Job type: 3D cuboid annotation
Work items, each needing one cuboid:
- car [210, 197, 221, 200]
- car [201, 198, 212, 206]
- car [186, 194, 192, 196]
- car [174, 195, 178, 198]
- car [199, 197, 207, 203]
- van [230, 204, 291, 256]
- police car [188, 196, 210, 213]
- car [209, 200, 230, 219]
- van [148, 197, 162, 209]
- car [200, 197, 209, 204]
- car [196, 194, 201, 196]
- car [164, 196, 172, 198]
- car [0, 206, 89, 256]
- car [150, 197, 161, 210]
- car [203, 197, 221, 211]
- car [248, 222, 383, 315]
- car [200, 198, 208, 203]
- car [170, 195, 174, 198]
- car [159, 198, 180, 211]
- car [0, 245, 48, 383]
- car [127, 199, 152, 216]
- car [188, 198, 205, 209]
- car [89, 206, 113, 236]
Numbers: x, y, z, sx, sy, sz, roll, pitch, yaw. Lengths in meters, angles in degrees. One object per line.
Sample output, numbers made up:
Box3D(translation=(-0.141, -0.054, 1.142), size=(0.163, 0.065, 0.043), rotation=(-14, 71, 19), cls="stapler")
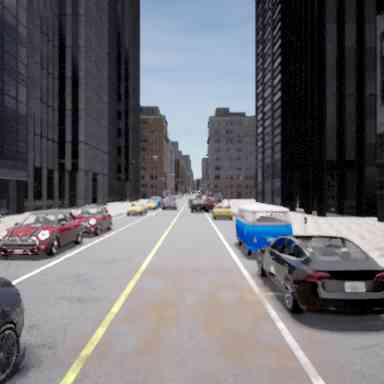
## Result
Box3D(translation=(2.727, 1.553, 41.363), size=(2.192, 1.841, 5.009), rotation=(0, 0, 0), cls="car")
Box3D(translation=(2.761, 1.916, 63.921), size=(2.008, 1.369, 4.403), rotation=(0, 0, 0), cls="car")
Box3D(translation=(0.111, 1.816, 75.049), size=(1.994, 1.385, 4.181), rotation=(0, 0, 0), cls="car")
Box3D(translation=(-5.723, 2.057, 92.155), size=(1.947, 1.339, 4.313), rotation=(0, 0, 0), cls="car")
Box3D(translation=(2.794, 2.011, 86.478), size=(1.887, 1.381, 4.507), rotation=(0, 0, 0), cls="car")
Box3D(translation=(2.685, 1.404, 13.171), size=(1.690, 1.788, 3.998), rotation=(0, 0, 0), cls="van")
Box3D(translation=(0.817, 1.656, 40.956), size=(1.930, 1.638, 5.238), rotation=(-1, 0, 1), cls="police car")
Box3D(translation=(2.711, 1.691, 30.294), size=(1.752, 1.417, 4.829), rotation=(0, -1, 1), cls="car")
Box3D(translation=(-5.782, 1.647, 52.678), size=(1.690, 1.788, 3.998), rotation=(0, 0, 0), cls="van")
Box3D(translation=(2.778, 1.857, 75.200), size=(1.967, 1.590, 4.097), rotation=(0, 0, 0), cls="car")
Box3D(translation=(0.983, 1.680, 56.800), size=(2.097, 1.767, 4.553), rotation=(0, 0, 0), cls="car")
Box3D(translation=(-5.756, 1.973, 69.595), size=(1.802, 1.307, 4.206), rotation=(0, 0, 0), cls="car")
Box3D(translation=(-5.839, 1.503, 13.198), size=(1.967, 1.590, 4.097), rotation=(0, 0, 0), cls="car")
Box3D(translation=(-5.791, 1.796, 46.865), size=(1.752, 1.417, 4.829), rotation=(0, 0, 0), cls="car")
Box3D(translation=(2.735, 1.587, 47.003), size=(2.192, 1.841, 5.009), rotation=(0, 0, 0), cls="car")
Box3D(translation=(2.678, 1.600, 7.531), size=(1.947, 1.339, 4.313), rotation=(0, 0, 0), cls="car")
Box3D(translation=(2.786, 2.024, 80.839), size=(1.802, 1.307, 4.206), rotation=(0, 0, 0), cls="car")
Box3D(translation=(-5.748, 1.857, 75.237), size=(1.967, 1.590, 4.097), rotation=(0, 0, 0), cls="car")
Box3D(translation=(-3.018, 1.827, 45.522), size=(1.994, 1.385, 4.181), rotation=(0, 0, 0), cls="car")
Box3D(translation=(-3.097, 1.538, 2.626), size=(1.812, 1.442, 4.674), rotation=(0, 0, 0), cls="car")
Box3D(translation=(-5.814, 1.724, 35.552), size=(1.752, 1.417, 4.829), rotation=(0, -1, 1), cls="car")
Box3D(translation=(0.614, 1.772, 50.737), size=(1.882, 1.535, 5.008), rotation=(0, 0, -8), cls="car")
Box3D(translation=(-5.831, 1.534, 18.837), size=(1.967, 1.590, 4.097), rotation=(0, 0, 0), cls="car")
